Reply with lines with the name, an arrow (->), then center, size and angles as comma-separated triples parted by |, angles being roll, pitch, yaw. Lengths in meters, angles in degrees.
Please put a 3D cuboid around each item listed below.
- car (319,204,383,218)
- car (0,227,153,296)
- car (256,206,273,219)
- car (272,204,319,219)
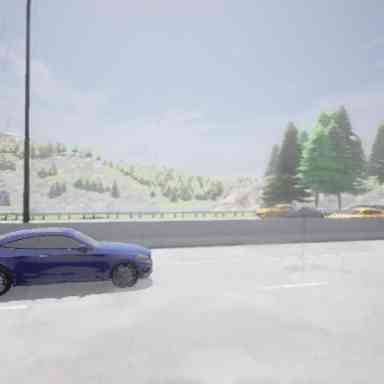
car -> 12.127, 1.881, 23.970 | 5.008, 1.535, 1.882 | 0, -1, -15
car -> -3.362, 1.648, 8.545 | 4.674, 1.442, 1.812 | 1, -1, -16
car -> 8.993, 2.025, 33.994 | 5.008, 1.535, 1.882 | 0, -1, -15
car -> 9.992, 2.063, 30.635 | 4.181, 1.385, 1.994 | 0, -1, -15
